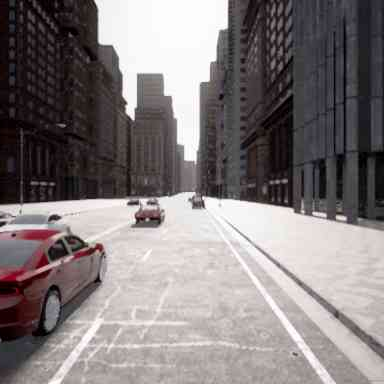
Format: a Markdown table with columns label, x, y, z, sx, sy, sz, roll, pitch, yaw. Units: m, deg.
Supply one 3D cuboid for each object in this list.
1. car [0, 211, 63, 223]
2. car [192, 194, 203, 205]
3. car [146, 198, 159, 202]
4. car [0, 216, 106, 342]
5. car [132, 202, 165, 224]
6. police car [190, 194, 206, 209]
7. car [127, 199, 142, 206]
| label | x | y | z | sx | sy | sz | roll | pitch | yaw |
| --- | --- | --- | --- | --- | --- | --- | --- | --- | --- |
| car | -6.586 | 1.561 | 14.119 | 1.812 | 1.442 | 4.674 | 0 | 0 | 0 |
| car | 0.990 | 1.426 | 65.106 | 2.150 | 2.045 | 5.566 | 0 | 0 | 0 |
| car | -6.541 | 1.712 | 55.575 | 2.033 | 1.411 | 5.357 | 0 | 0 | 1 |
| car | -3.149 | 1.495 | 6.705 | 1.882 | 1.535 | 5.008 | 0 | 0 | 0 |
| car | -3.144 | 1.667 | 25.717 | 1.895 | 1.301 | 4.718 | 0 | 0 | 0 |
| police car | 0.986 | 1.567 | 49.185 | 1.930 | 1.638 | 5.238 | 0 | 0 | 0 |
| car | -9.786 | 1.768 | 56.373 | 1.895 | 1.301 | 4.718 | 0 | 0 | 1 |
